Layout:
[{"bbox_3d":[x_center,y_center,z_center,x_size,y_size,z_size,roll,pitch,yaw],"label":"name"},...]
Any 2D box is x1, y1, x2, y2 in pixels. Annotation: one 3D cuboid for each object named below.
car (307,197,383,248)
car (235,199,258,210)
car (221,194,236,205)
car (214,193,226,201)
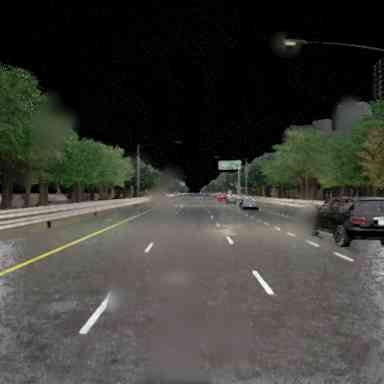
[{"bbox_3d":[7.016,1.227,14.928,2.150,2.045,5.566,0,0,0],"label":"car"},{"bbox_3d":[7.112,1.592,42.306,1.994,1.385,4.181,0,0,0],"label":"car"},{"bbox_3d":[7.229,1.530,61.867,2.128,1.511,4.902,0,0,0],"label":"car"},{"bbox_3d":[7.393,1.266,81.931,2.150,2.045,5.566,0,0,1],"label":"car"}]
